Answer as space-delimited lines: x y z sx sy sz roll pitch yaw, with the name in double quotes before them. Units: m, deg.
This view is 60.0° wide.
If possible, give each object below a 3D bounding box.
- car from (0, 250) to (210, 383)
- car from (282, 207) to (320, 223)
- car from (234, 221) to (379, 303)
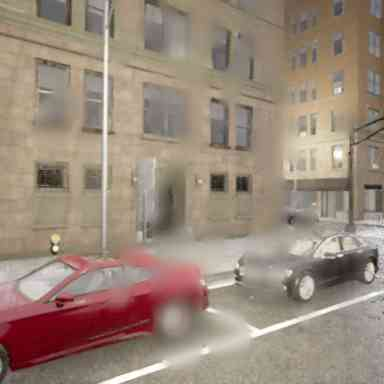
"car" -1.629 1.600 5.026 4.206 1.307 1.802 1 0 -35
"car" 6.749 1.754 24.142 1.895 1.301 4.718 1 0 -35
"car" 2.998 1.638 8.323 4.403 1.369 2.008 1 0 -35
